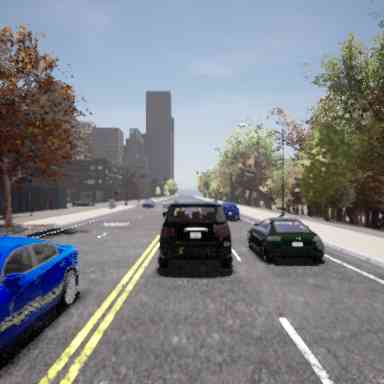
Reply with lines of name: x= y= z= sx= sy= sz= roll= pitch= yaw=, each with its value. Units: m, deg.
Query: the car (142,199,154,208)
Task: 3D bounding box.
car: x=-7.094 y=1.889 z=55.019 sx=2.033 sy=1.411 sz=5.357 roll=0 pitch=0 yaw=-1

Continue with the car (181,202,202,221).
car: x=-0.084 y=1.710 z=29.996 sx=1.812 sy=1.442 sz=4.674 roll=0 pitch=0 yaw=-1

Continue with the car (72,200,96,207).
car: x=-20.686 y=2.214 z=63.621 sx=4.313 sy=1.339 sz=1.947 roll=-1 pitch=1 yaw=-1

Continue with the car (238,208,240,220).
car: x=3.160 y=1.664 z=30.403 sx=1.882 sy=1.535 sz=5.008 roll=0 pitch=0 yaw=-1

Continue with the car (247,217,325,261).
car: x=3.347 y=1.641 z=12.554 sx=1.994 sy=1.385 sz=4.181 roll=0 pitch=0 yaw=0

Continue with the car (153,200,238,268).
car: x=0.100 y=1.294 z=11.734 sx=2.150 sy=2.045 sz=5.566 roll=0 pitch=0 yaw=0

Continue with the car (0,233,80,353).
car: x=-3.352 y=1.510 z=5.206 sx=1.882 sy=1.535 sz=5.008 roll=0 pitch=0 yaw=0

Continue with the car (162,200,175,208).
car: x=-3.843 y=1.940 z=54.819 sx=1.895 sy=1.301 sz=4.718 roll=0 pitch=0 yaw=-1
